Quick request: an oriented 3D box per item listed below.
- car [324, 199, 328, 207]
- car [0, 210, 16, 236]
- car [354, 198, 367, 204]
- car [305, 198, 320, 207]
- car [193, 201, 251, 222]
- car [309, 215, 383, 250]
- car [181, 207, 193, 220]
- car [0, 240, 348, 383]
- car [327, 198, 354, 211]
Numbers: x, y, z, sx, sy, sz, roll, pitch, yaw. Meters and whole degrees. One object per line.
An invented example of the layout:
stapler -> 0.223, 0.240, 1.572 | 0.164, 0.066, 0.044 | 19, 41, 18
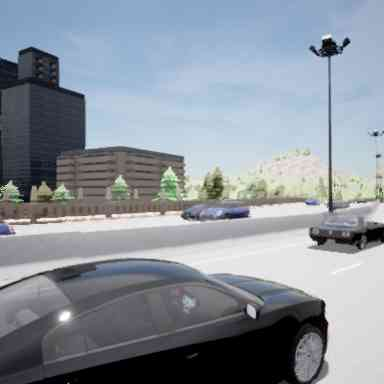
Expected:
car -> 24.389, 1.855, 58.130 | 1.812, 1.442, 4.674 | 0, 0, 31
car -> -8.406, 1.403, 11.076 | 4.553, 1.767, 2.097 | 0, 0, -36
car -> 38.257, 1.964, 74.902 | 2.033, 1.411, 5.357 | 0, 0, 30
car -> 22.151, 1.838, 61.220 | 1.882, 1.535, 5.008 | 0, 0, 31
car -> 2.603, 1.487, 25.443 | 2.097, 1.767, 4.553 | 0, -1, 42
car -> 7.092, 1.666, 14.680 | 4.718, 1.301, 1.895 | 0, 0, -44
car -> 0.958, 1.724, 28.803 | 1.994, 1.385, 4.181 | 0, -1, 42
car -> -0.491, 1.494, 3.630 | 5.008, 1.535, 1.882 | 0, 0, -36
car -> 18.337, 1.786, 40.945 | 1.994, 1.385, 4.181 | 0, -1, 31
